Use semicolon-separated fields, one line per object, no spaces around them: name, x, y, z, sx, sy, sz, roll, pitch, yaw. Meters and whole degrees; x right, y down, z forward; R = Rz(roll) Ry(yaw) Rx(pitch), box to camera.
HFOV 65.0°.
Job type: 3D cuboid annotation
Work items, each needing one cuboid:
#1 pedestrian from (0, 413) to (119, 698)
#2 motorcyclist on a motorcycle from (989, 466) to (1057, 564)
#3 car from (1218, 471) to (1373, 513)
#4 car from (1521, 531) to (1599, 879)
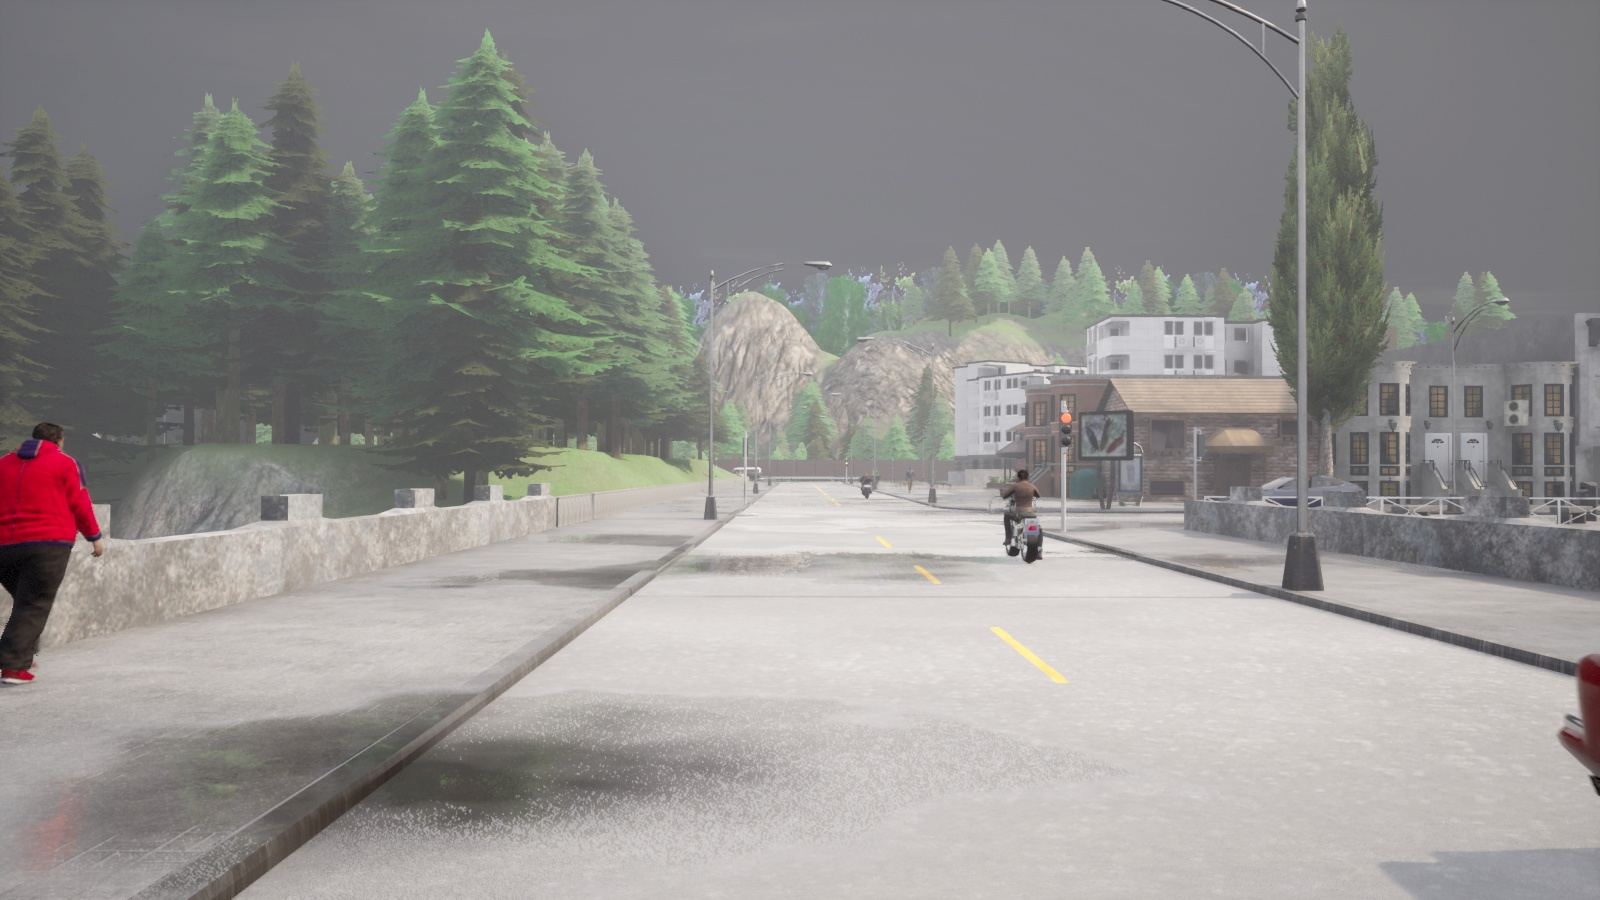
pedestrian;-5.244;0.690;8.597;0.634;1.844;0.899;0;-1;3
motorcyclist on a motorcycle;3.944;1.124;22.380;0.766;1.649;2.350;0;-1;0
car;17.980;1.509;45.751;4.792;1.488;2.163;0;-1;0
car;3.992;0.948;2.924;1.895;1.301;4.718;0;-1;0
